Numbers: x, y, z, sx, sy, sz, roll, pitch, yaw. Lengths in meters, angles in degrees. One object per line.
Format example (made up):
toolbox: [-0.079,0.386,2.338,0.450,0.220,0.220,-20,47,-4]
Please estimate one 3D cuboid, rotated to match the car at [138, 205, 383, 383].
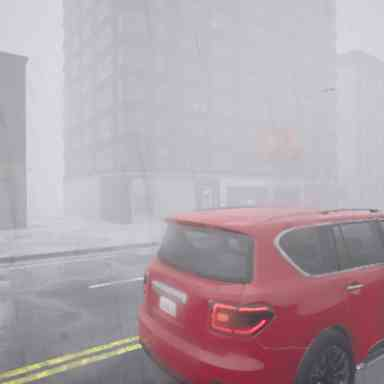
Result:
car: [1.965,1.214,4.885,5.566,2.045,2.150,-1,0,-35]
